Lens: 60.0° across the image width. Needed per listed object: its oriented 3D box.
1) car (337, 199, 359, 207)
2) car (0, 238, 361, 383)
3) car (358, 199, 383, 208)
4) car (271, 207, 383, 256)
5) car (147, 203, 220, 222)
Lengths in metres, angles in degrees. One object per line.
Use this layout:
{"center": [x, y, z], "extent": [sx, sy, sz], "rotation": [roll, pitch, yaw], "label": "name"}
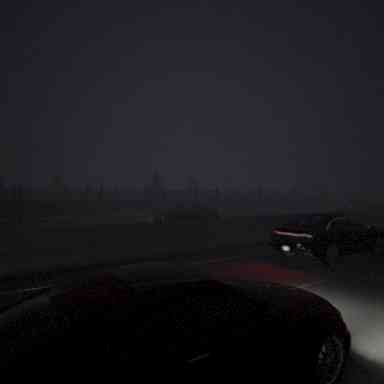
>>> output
{"center": [18.925, 1.560, 38.836], "extent": [4.892, 1.490, 1.837], "rotation": [1, -1, -35], "label": "car"}
{"center": [-0.221, 1.524, 3.567], "extent": [4.674, 1.442, 1.812], "rotation": [0, 0, -36], "label": "car"}
{"center": [16.870, 1.455, 28.809], "extent": [5.008, 1.535, 1.882], "rotation": [0, 0, -35], "label": "car"}
{"center": [4.811, 1.483, 11.467], "extent": [4.902, 1.511, 2.128], "rotation": [0, 0, -36], "label": "car"}
{"center": [-0.454, 1.480, 20.836], "extent": [4.902, 1.511, 2.128], "rotation": [0, 0, -35], "label": "car"}
